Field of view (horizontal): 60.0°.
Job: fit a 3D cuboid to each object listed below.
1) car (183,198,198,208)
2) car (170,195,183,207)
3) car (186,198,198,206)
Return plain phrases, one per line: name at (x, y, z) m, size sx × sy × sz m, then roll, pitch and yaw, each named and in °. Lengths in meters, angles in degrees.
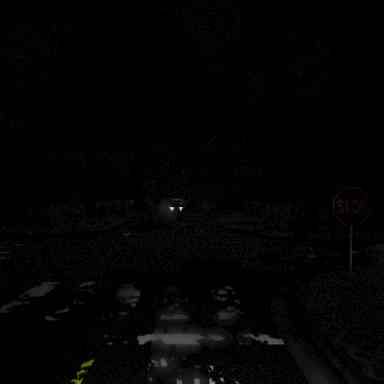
car at (0.013, 1.854, 55.569) m, size 2.128 × 1.511 × 4.902 m, roll 0°, pitch -1°, yaw 0°
car at (-2.738, 1.651, 60.960) m, size 2.150 × 2.045 × 5.566 m, roll 0°, pitch -1°, yaw 0°
car at (0.014, 1.987, 65.989) m, size 2.128 × 1.511 × 4.902 m, roll 0°, pitch -1°, yaw 0°
